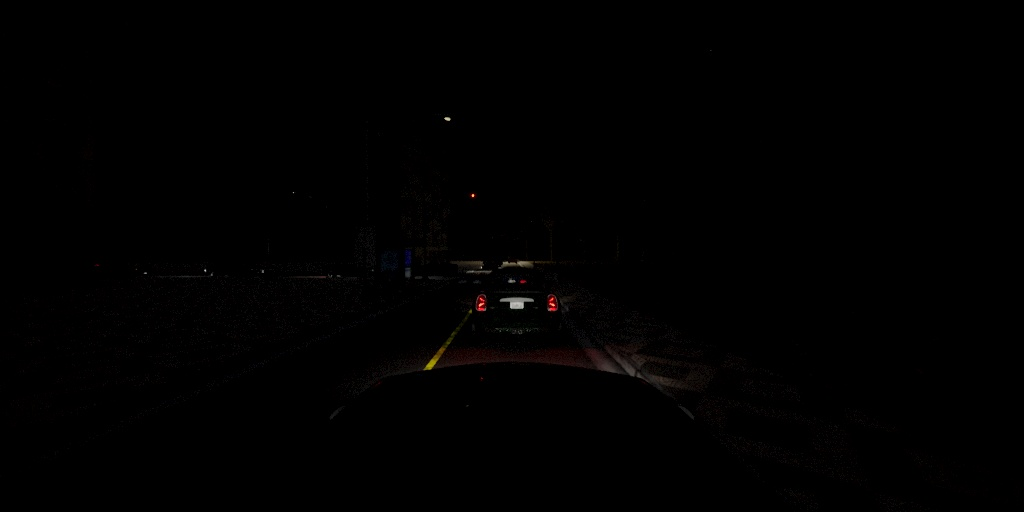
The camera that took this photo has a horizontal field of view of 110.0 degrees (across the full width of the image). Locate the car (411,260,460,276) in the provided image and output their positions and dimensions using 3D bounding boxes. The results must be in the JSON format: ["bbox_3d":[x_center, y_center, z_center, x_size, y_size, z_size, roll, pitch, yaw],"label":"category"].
[{"bbox_3d":[-7.666,1.187,35.660,4.902,1.511,2.128,0,1,-22],"label":"car"}]

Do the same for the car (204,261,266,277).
[{"bbox_3d":[-24.857,1.163,32.307,4.902,1.511,2.128,0,1,2],"label":"car"}]

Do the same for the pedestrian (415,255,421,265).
[{"bbox_3d":[-9.980,0.800,38.122,0.375,1.860,0.375,0,0,2],"label":"pedestrian"}]

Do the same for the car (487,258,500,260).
[{"bbox_3d":[-2.962,1.177,49.049,1.882,1.535,5.008,0,0,0],"label":"car"}]

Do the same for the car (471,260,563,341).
[{"bbox_3d":[0.114,1.099,9.972,2.097,1.767,4.553,0,0,0],"label":"car"}]

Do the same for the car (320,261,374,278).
[{"bbox_3d":[-14.453,1.192,32.014,4.902,1.511,2.128,0,1,2],"label":"car"}]

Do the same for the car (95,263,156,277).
[{"bbox_3d":[-35.466,1.243,32.615,4.718,1.301,1.895,0,1,2],"label":"car"}]

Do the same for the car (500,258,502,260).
[{"bbox_3d":[-2.907,1.155,61.650,1.882,1.535,5.008,0,0,0],"label":"car"}]
